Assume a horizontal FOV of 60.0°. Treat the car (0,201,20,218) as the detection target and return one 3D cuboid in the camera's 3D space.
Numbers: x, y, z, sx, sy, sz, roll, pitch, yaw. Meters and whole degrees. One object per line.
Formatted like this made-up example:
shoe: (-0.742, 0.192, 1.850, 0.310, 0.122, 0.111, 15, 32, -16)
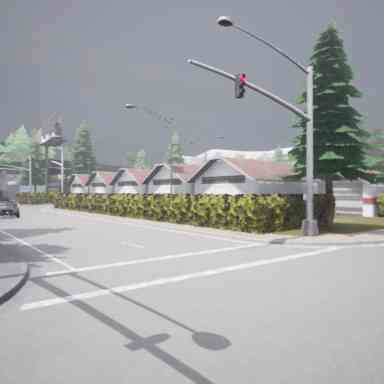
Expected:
car: (-16.219, 1.485, 28.670, 1.994, 1.385, 4.181, 0, 0, -38)
